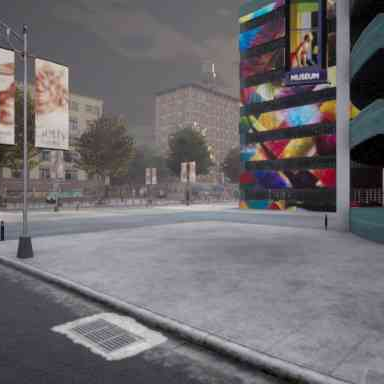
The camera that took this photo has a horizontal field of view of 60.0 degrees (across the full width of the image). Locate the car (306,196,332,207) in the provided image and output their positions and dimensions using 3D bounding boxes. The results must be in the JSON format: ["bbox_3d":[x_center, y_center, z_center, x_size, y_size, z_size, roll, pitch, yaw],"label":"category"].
[{"bbox_3d":[19.548,1.413,51.047,2.161,1.482,4.786,0,0,43],"label":"car"}]

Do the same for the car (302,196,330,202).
[{"bbox_3d":[14.241,1.320,39.318,2.002,1.452,4.674,0,0,43],"label":"car"}]
